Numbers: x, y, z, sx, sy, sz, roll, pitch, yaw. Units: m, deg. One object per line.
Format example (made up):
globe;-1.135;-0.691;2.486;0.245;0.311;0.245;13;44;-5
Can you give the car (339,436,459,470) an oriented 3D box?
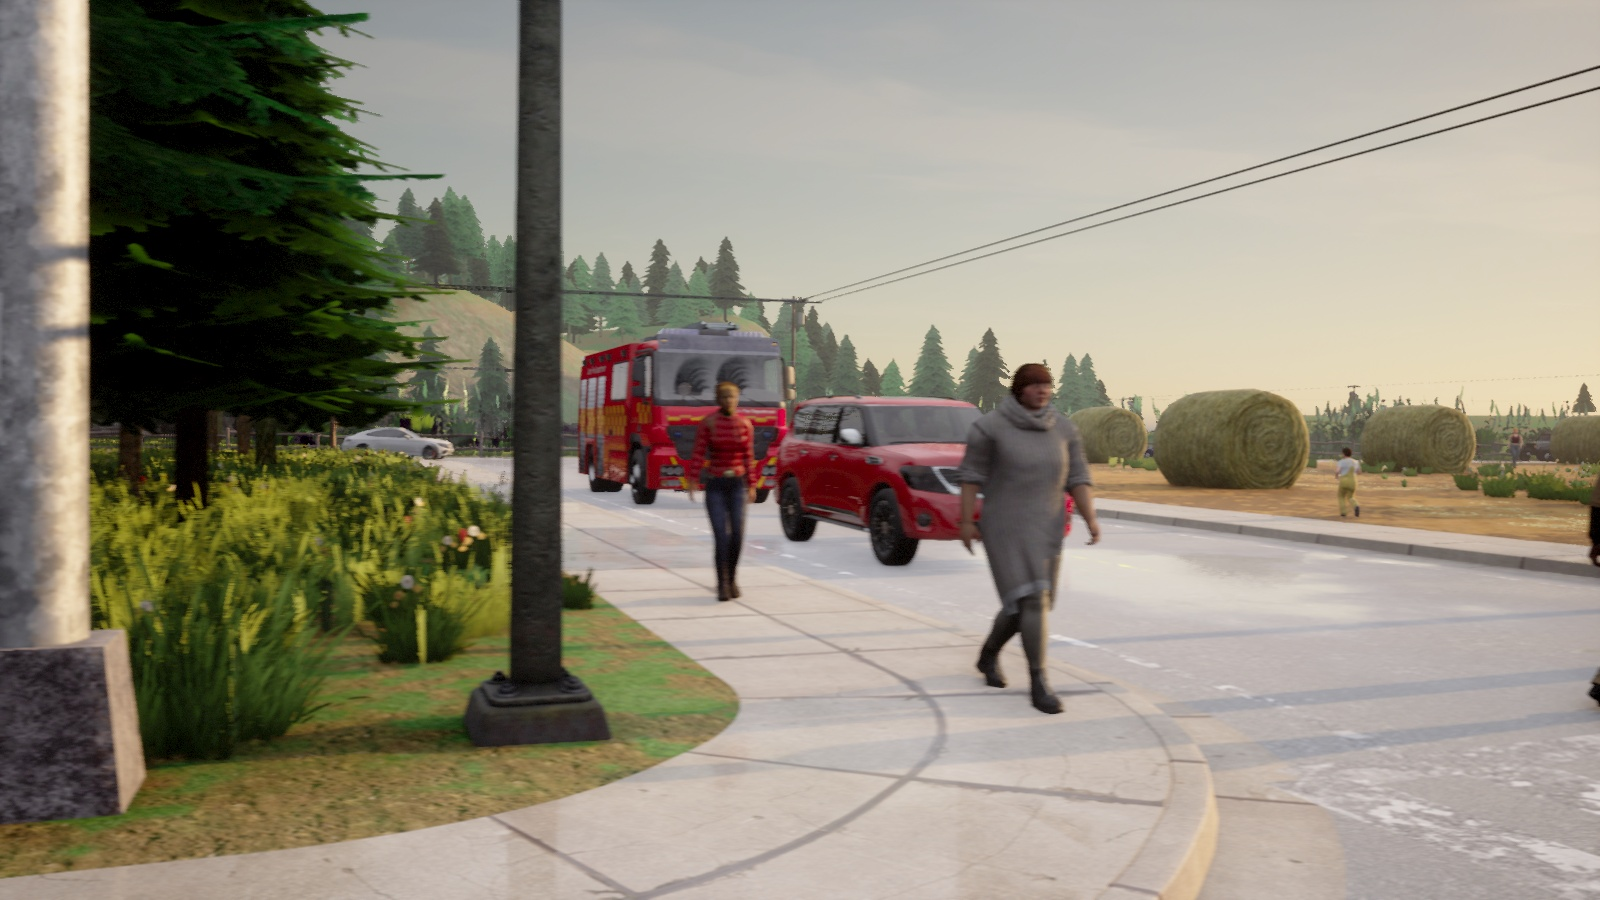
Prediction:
car;-17.495;0.112;54.964;4.674;1.442;1.812;-1;1;-5

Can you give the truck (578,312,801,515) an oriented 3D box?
truck;-2.799;-0.771;28.225;2.891;3.827;8.468;-1;1;-20

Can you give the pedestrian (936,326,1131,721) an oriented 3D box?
pedestrian;1.229;0.357;6.725;0.659;1.952;0.873;-1;1;-19

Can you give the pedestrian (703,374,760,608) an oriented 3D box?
pedestrian;-0.567;0.318;10.275;0.331;1.846;0.636;-1;1;-14

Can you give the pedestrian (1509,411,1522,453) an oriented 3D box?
pedestrian;31.139;-0.782;54.629;0.345;1.836;0.594;0;1;14

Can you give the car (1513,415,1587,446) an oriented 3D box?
car;47.204;-1.218;79.039;3.866;1.878;1.905;-1;1;-17

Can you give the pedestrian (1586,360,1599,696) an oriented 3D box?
pedestrian;4.964;0.447;7.236;0.692;1.930;0.396;-1;1;-20

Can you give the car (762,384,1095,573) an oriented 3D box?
car;1.397;0.258;16.581;2.150;2.045;5.566;-1;1;-20

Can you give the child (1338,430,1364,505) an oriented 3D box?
child;9.385;0.287;21.383;0.270;1.263;0.437;-1;1;3
